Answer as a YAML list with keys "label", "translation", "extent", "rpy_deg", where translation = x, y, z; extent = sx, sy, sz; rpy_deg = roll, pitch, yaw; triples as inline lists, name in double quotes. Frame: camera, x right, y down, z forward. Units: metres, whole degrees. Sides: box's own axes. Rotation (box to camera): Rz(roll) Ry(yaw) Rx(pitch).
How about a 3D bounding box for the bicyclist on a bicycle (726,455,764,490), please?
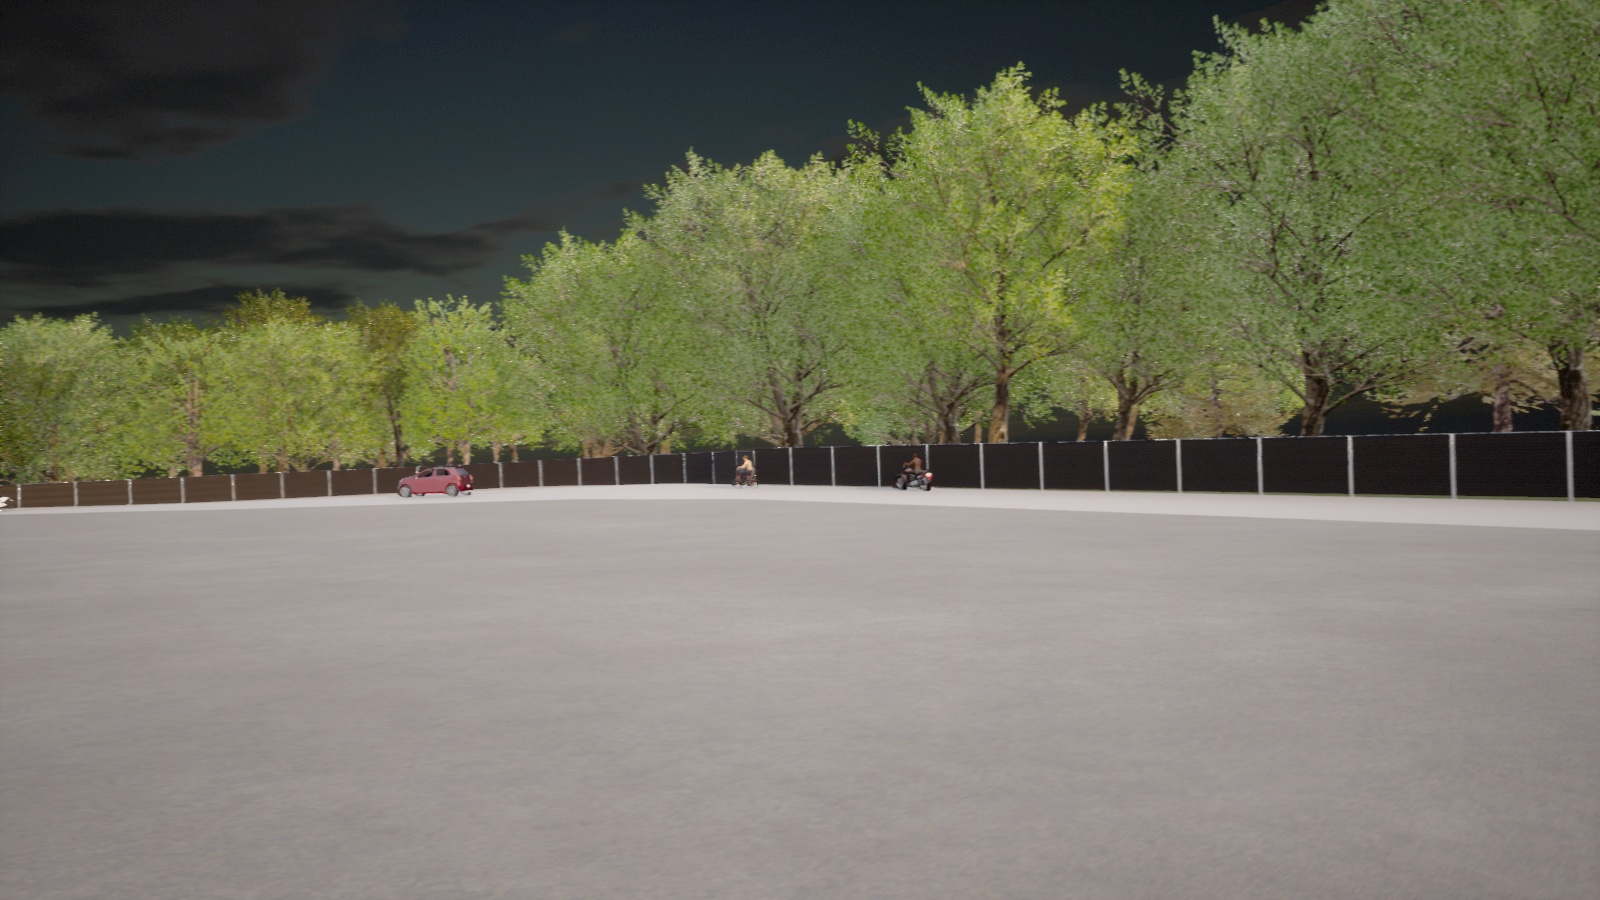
- label: "bicyclist on a bicycle"
  translation: [-2.628, 1.090, 60.320]
  extent: [1.509, 1.612, 0.866]
  rpy_deg: [-2, 2, 32]

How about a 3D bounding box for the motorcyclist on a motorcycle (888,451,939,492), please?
- label: "motorcyclist on a motorcycle"
  translation: [4.760, 0.917, 52.873]
  extent: [0.766, 1.649, 2.350]
  rpy_deg: [-4, 1, -33]

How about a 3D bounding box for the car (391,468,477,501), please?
- label: "car"
  translation: [-18.237, 1.721, 62.673]
  extent: [3.633, 1.501, 1.845]
  rpy_deg: [-2, 0, 11]
